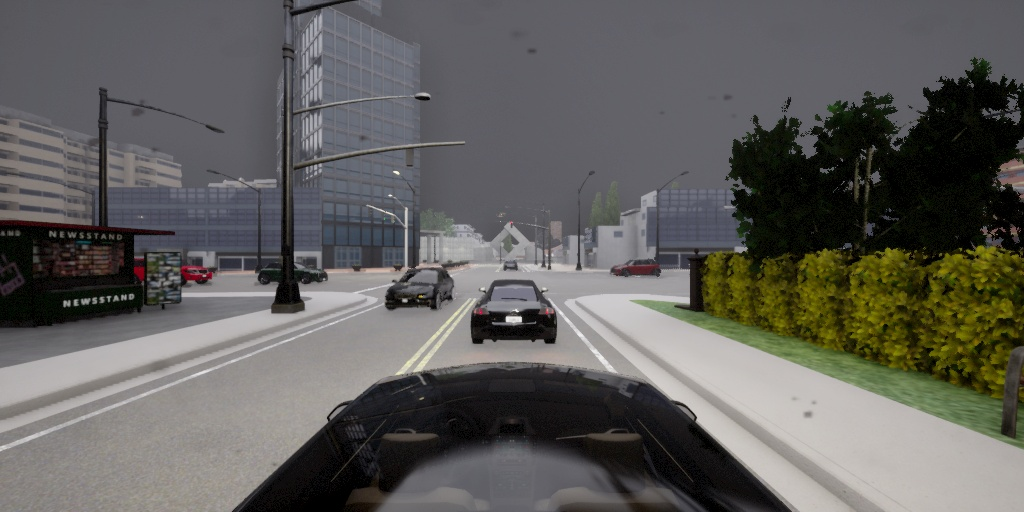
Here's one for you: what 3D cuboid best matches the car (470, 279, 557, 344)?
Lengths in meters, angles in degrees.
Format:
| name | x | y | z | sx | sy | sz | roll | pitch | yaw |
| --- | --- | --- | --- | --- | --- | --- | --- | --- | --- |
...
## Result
| name | x | y | z | sx | sy | sz | roll | pitch | yaw |
| --- | --- | --- | --- | --- | --- | --- | --- | --- | --- |
| car | 0.044 | 1.314 | 9.610 | 1.994 | 1.385 | 4.181 | 0 | 0 | 0 |

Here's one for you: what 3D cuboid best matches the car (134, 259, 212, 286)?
| name | x | y | z | sx | sy | sz | roll | pitch | yaw |
| --- | --- | --- | --- | --- | --- | --- | --- | --- | --- |
| car | -26.016 | 1.190 | 27.075 | 5.566 | 2.045 | 2.150 | -1 | 0 | -1 |

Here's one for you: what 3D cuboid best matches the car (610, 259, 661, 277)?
| name | x | y | z | sx | sy | sz | roll | pitch | yaw |
| --- | --- | --- | --- | --- | --- | --- | --- | --- | --- |
| car | 11.707 | 1.096 | 34.216 | 4.553 | 1.767 | 2.097 | 0 | 0 | -8 |

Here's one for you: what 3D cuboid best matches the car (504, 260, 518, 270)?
| name | x | y | z | sx | sy | sz | roll | pitch | yaw |
| --- | --- | --- | --- | --- | --- | --- | --- | --- | --- |
| car | -0.159 | 1.314 | 52.942 | 1.994 | 1.385 | 4.181 | 0 | 0 | 0 |

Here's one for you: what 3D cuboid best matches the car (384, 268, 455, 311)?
| name | x | y | z | sx | sy | sz | roll | pitch | yaw |
| --- | --- | --- | --- | --- | --- | --- | --- | --- | --- |
| car | -3.534 | 1.253 | 14.494 | 1.837 | 1.490 | 4.892 | 0 | 0 | 2 |

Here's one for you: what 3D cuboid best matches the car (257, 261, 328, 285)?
| name | x | y | z | sx | sy | sz | roll | pitch | yaw |
| --- | --- | --- | --- | --- | --- | --- | --- | --- | --- |
| car | -16.499 | 1.210 | 27.193 | 4.553 | 1.767 | 2.097 | -1 | 0 | -1 |
